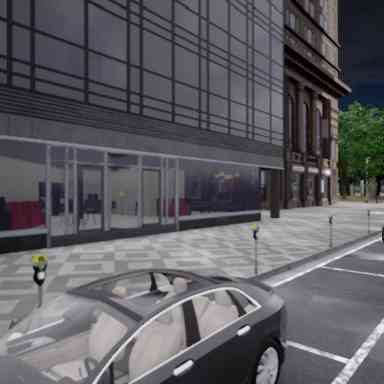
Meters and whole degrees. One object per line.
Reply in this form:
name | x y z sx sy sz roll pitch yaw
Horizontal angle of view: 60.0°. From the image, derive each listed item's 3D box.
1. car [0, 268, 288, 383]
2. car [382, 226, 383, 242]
car | -0.624 1.552 3.149 2.008 1.369 4.403 0 0 41
car | 10.161 1.561 15.387 1.947 1.339 4.313 0 0 41
